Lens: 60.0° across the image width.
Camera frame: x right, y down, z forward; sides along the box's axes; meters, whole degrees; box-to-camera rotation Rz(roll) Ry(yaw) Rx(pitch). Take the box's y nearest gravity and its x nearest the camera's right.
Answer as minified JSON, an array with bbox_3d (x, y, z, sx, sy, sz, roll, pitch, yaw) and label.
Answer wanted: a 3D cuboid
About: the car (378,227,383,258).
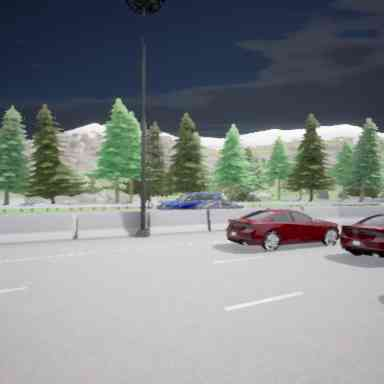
[{"bbox_3d":[6.412,1.510,7.138,4.674,1.442,1.812,0,0,-27],"label":"car"}]

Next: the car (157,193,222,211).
[{"bbox_3d":[0.050,1.091,27.490,5.566,2.045,2.150,0,0,-23],"label":"car"}]

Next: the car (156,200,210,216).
[{"bbox_3d":[-0.842,1.452,30.901,4.718,1.301,1.895,0,0,-23],"label":"car"}]

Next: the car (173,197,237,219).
[{"bbox_3d":[1.498,1.381,24.269,4.902,1.511,2.128,0,0,-23],"label":"car"}]

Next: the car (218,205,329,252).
[{"bbox_3d":[3.788,1.424,13.604,5.008,1.535,1.882,0,0,-26],"label":"car"}]

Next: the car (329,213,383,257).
[{"bbox_3d":[7.405,1.445,11.412,5.008,1.535,1.882,0,0,-24],"label":"car"}]
